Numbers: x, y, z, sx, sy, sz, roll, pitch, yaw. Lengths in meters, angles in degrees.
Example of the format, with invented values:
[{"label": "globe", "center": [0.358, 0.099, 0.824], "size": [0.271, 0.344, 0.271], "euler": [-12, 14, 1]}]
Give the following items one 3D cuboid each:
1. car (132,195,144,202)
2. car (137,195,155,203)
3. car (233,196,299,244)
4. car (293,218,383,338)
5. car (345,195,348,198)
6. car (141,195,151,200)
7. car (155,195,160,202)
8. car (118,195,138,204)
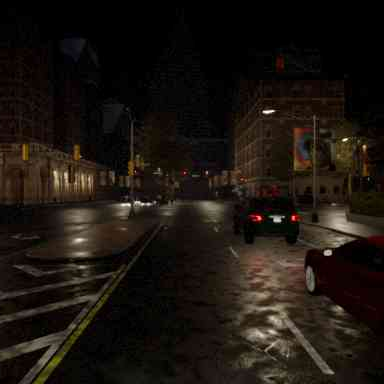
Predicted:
[{"label": "car", "center": [-12.775, 1.525, 79.412], "size": [2.128, 1.511, 4.902], "euler": [0, 0, -1]}, {"label": "car", "center": [-9.084, 1.564, 66.468], "size": [1.994, 1.385, 4.181], "euler": [0, 0, 0]}, {"label": "car", "center": [3.356, 1.221, 15.942], "size": [2.150, 2.045, 5.566], "euler": [0, 0, -1]}, {"label": "car", "center": [3.521, 1.478, 5.663], "size": [1.882, 1.535, 5.008], "euler": [0, 0, -1]}, {"label": "car", "center": [36.687, 1.481, 78.785], "size": [2.231, 1.521, 4.892], "euler": [0, 0, -1]}, {"label": "car", "center": [-13.010, 1.525, 93.963], "size": [2.128, 1.511, 4.902], "euler": [0, 0, -1]}, {"label": "car", "center": [-9.273, 1.500, 79.367], "size": [1.837, 1.490, 4.892], "euler": [0, 0, -1]}, {"label": "car", "center": [-12.578, 1.491, 66.039], "size": [2.128, 1.511, 4.902], "euler": [0, 0, 0]}]
